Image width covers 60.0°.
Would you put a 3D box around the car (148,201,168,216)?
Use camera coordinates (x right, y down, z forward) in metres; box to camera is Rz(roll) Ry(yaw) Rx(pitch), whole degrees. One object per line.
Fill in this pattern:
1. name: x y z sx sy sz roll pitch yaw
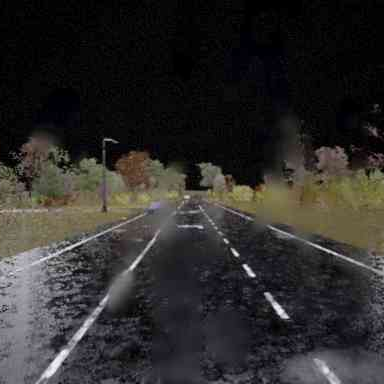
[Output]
1. car: -3.807 1.793 37.389 1.882 1.535 5.008 -1 0 0
